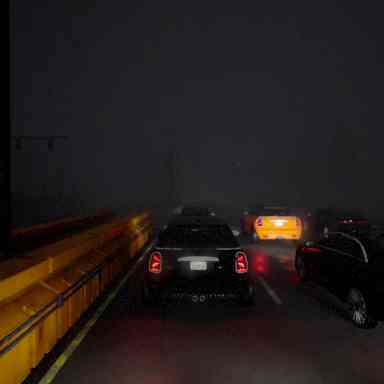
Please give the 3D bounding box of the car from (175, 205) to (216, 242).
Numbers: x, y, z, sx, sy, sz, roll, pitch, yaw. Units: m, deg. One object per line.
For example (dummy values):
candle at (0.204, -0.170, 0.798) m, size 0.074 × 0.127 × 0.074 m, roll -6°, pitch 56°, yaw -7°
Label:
car at (0.154, 1.505, 17.313) m, size 1.837 × 1.490 × 4.892 m, roll 0°, pitch 0°, yaw 0°

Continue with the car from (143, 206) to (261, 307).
car at (0.123, 1.352, 8.138) m, size 2.097 × 1.767 × 4.553 m, roll 0°, pitch 0°, yaw 0°

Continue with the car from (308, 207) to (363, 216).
car at (7.153, 1.505, 16.879) m, size 1.837 × 1.490 × 4.892 m, roll 0°, pitch 0°, yaw 0°

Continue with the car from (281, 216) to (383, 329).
car at (3.620, 1.492, 6.898) m, size 2.128 × 1.511 × 4.902 m, roll 0°, pitch 0°, yaw 0°

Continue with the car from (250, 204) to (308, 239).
car at (3.651, 1.352, 16.009) m, size 2.097 × 1.767 × 4.553 m, roll 0°, pitch 0°, yaw 0°
